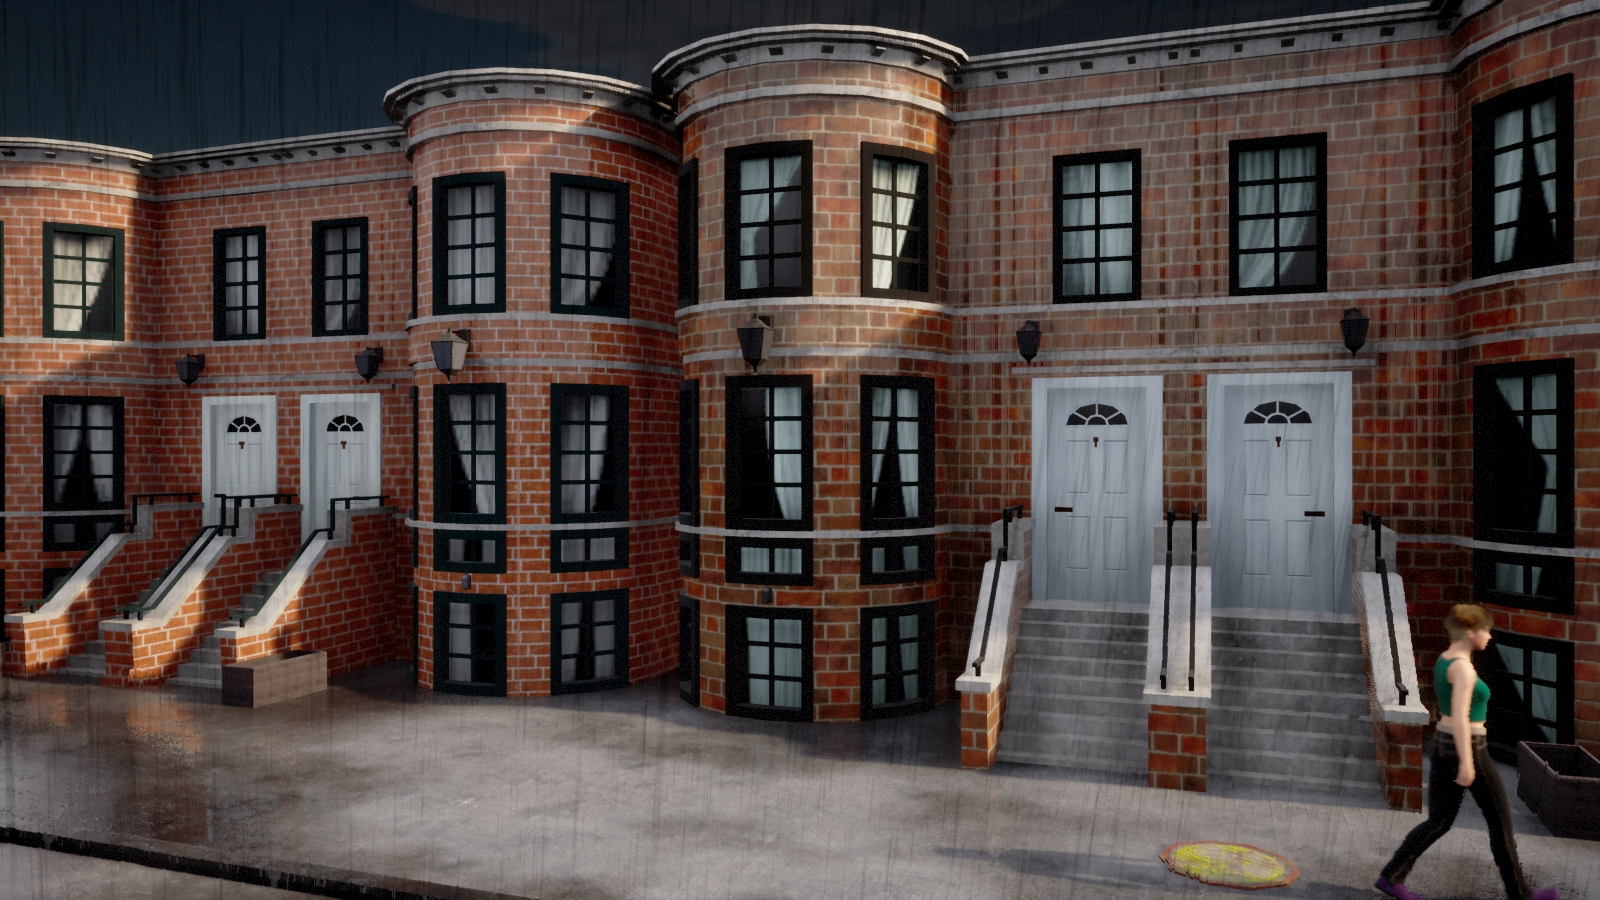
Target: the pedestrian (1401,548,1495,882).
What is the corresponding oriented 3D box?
[{"bbox_3d":[3.793,1.524,6.703,0.375,1.860,0.375,0,0,10],"label":"pedestrian"}]
